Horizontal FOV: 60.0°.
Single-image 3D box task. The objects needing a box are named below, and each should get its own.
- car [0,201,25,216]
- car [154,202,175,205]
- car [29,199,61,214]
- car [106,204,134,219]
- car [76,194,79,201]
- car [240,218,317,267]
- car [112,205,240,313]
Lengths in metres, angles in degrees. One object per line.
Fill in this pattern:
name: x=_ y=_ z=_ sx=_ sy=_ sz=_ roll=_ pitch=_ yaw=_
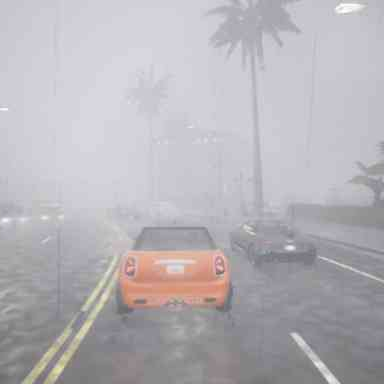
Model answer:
car: x=-18.181 y=1.573 z=32.762 sx=1.895 sy=1.301 sz=4.718 roll=0 pitch=0 yaw=-45
car: x=-2.479 y=1.570 z=28.481 sx=1.812 sy=1.442 sz=4.674 roll=1 pitch=0 yaw=-26
car: x=-15.470 y=1.468 z=34.966 sx=1.882 sy=1.535 sz=5.008 roll=0 pitch=0 yaw=-44
car: x=-5.667 y=1.625 z=27.275 sx=1.895 sy=1.301 sz=4.718 roll=0 pitch=0 yaw=-27
car: x=-25.887 y=1.425 z=78.876 sx=4.193 sy=1.474 sz=1.816 roll=0 pitch=0 yaw=23
car: x=2.611 y=1.601 z=11.682 sx=1.994 sy=1.385 sz=4.181 roll=0 pitch=0 yaw=-7
car: x=-0.451 y=1.366 z=7.892 sx=2.097 sy=1.767 sz=4.553 roll=0 pitch=0 yaw=-4
